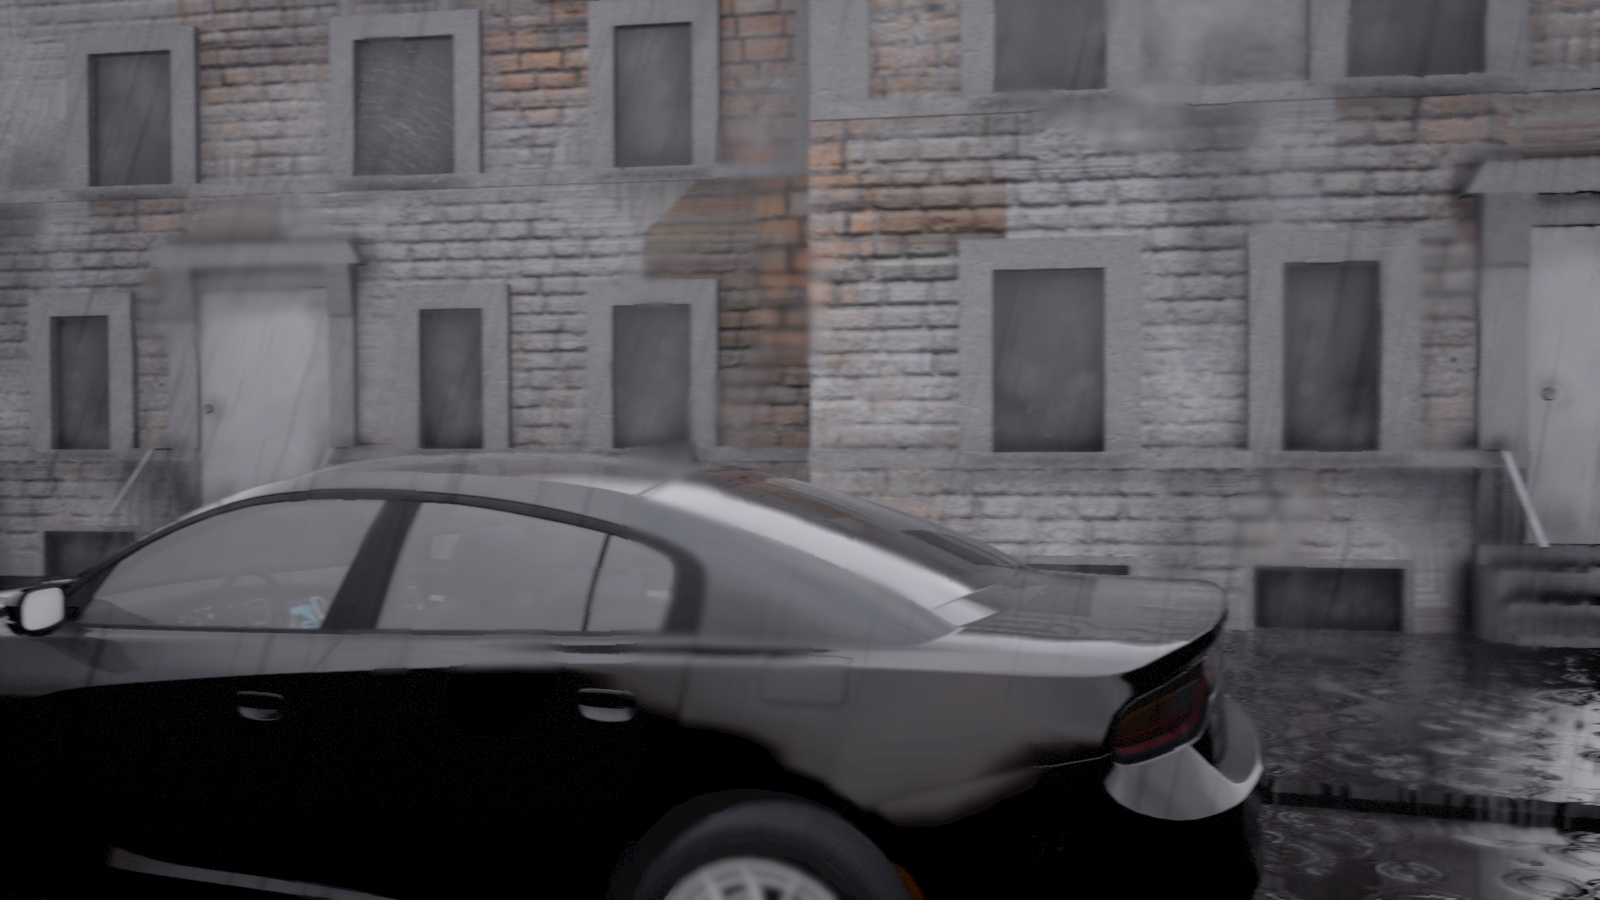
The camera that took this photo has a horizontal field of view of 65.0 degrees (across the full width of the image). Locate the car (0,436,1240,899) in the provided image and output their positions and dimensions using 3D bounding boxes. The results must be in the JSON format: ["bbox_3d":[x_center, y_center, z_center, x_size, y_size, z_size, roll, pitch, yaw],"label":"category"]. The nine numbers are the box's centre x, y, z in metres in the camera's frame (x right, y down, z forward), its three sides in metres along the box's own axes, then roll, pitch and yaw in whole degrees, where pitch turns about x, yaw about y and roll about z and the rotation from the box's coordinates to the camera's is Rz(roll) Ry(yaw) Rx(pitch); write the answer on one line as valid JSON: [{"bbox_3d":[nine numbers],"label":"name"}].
[{"bbox_3d":[-1.223,0.733,4.132,5.008,1.535,1.882,0,1,19],"label":"car"}]
